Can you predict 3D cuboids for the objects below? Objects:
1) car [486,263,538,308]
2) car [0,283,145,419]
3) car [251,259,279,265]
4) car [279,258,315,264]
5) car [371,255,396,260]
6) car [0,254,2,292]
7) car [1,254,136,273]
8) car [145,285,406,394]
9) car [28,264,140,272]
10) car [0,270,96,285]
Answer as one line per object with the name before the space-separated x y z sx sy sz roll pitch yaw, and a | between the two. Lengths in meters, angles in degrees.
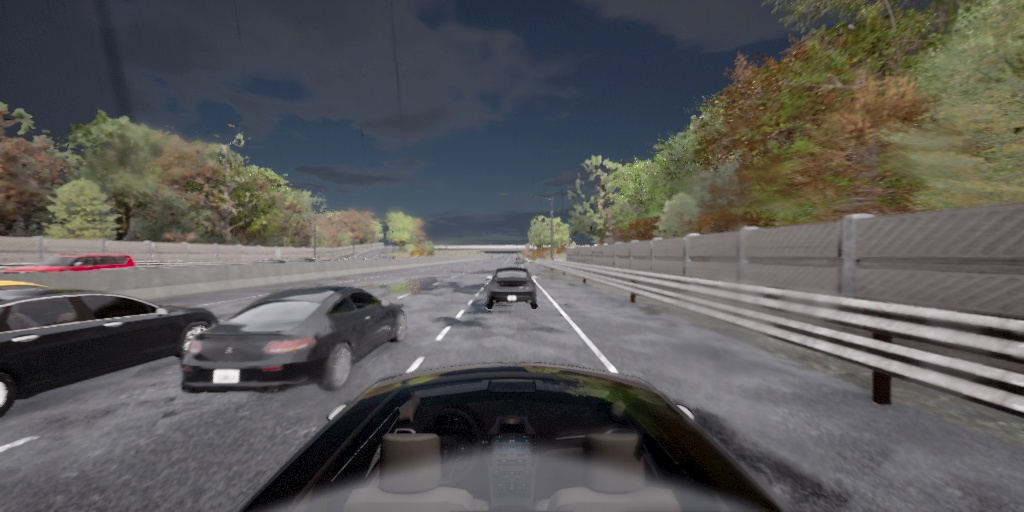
car | 0.002 1.207 14.841 1.837 1.490 4.892 0 0 0
car | -6.898 1.240 5.385 1.837 1.490 4.892 0 0 0
car | -31.496 1.111 46.351 2.128 1.511 4.902 0 1 0
car | -27.996 0.989 47.553 2.097 1.767 4.553 0 -1 0
car | -20.998 0.930 59.933 2.150 2.045 5.566 0 0 0
car | -28.089 0.918 16.207 2.150 2.045 5.566 0 0 0
car | -24.586 0.906 20.248 2.150 2.045 5.566 0 0 0
car | -3.398 1.257 6.569 1.812 1.442 4.674 0 0 0
car | -21.090 1.290 18.769 1.895 1.301 4.718 0 0 0
car | -10.395 1.207 7.088 1.882 1.535 5.008 0 0 0
